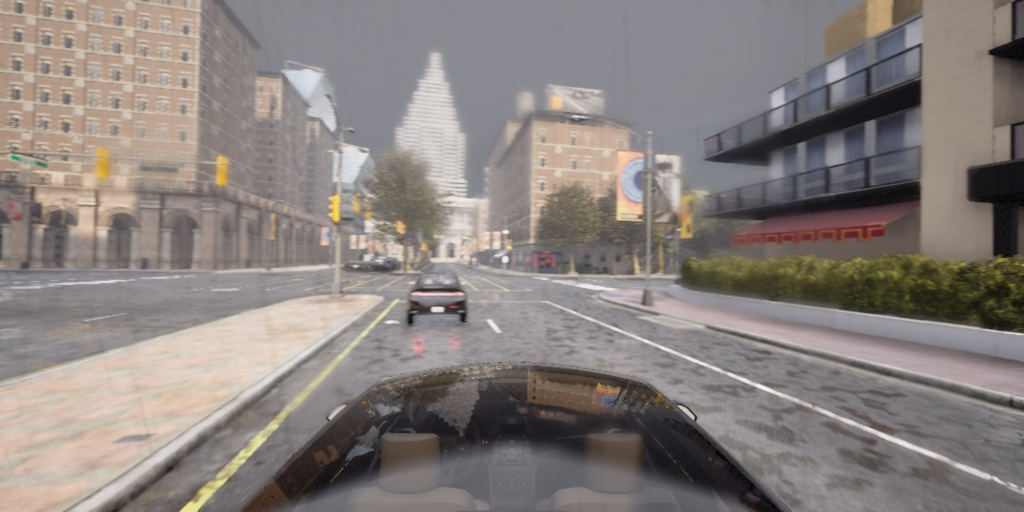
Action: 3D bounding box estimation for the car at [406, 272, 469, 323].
[{"bbox_3d":[-2.576,1.310,12.485,2.128,1.511,4.902,1,-1,-12],"label":"car"}]

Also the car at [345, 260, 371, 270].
[{"bbox_3d":[-23.046,1.357,54.119,2.128,1.511,4.902,1,-1,-12],"label":"car"}]

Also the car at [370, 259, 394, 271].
[{"bbox_3d":[-19.339,1.533,53.406,1.895,1.301,4.718,1,-1,-11],"label":"car"}]
